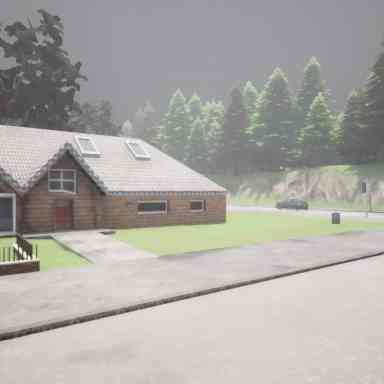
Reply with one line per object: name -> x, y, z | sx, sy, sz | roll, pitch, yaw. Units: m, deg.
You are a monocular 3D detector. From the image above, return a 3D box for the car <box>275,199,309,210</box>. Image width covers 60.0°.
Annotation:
car -> 12.707, 1.564, 42.380 | 1.994, 1.385, 4.181 | 0, 0, -35
